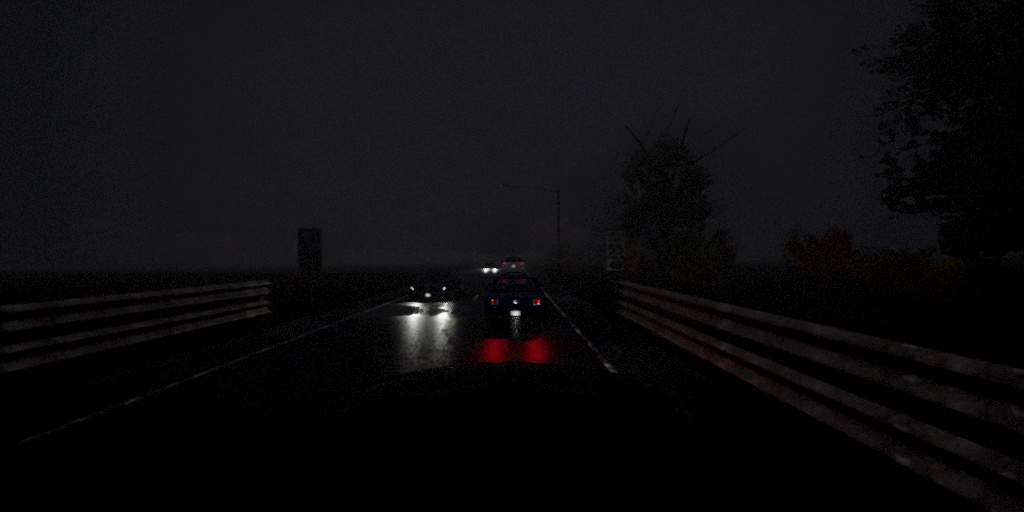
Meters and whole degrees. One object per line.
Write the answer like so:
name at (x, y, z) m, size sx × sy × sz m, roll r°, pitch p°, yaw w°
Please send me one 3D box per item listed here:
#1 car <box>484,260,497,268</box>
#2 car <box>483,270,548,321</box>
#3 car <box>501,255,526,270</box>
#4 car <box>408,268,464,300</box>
car at (-3.476, 1.336, 59.225) m, size 1.895 × 1.301 × 4.718 m, roll 0°, pitch 0°, yaw 1°
car at (0.106, 1.349, 12.478) m, size 1.895 × 1.301 × 4.718 m, roll 0°, pitch 0°, yaw 0°
car at (0.142, 0.965, 34.780) m, size 2.150 × 2.045 × 5.566 m, roll 0°, pitch 0°, yaw 0°
car at (-3.584, 1.293, 17.963) m, size 2.033 × 1.411 × 5.357 m, roll 0°, pitch 0°, yaw 0°
